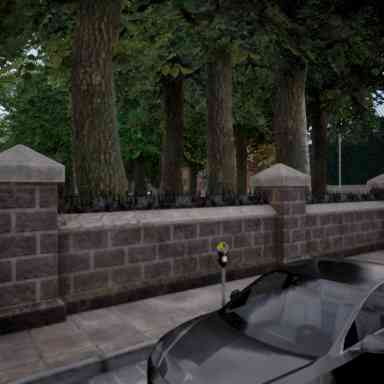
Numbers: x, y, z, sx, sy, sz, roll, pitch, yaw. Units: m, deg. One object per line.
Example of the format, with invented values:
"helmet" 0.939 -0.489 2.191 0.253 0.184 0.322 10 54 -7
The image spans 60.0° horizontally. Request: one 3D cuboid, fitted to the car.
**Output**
"car" 1.573 1.566 3.942 4.313 1.339 1.947 0 -1 -36
